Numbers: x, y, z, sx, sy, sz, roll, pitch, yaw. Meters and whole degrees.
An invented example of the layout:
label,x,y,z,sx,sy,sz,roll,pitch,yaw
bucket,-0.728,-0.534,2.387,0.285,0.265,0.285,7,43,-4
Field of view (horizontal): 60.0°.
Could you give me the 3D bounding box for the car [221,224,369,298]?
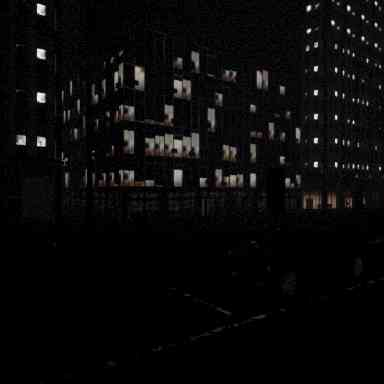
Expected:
label,x,y,z,sx,sy,sz,roll,pitch,yaw
car,2.756,1.545,8.530,4.507,1.381,1.887,0,0,-36
